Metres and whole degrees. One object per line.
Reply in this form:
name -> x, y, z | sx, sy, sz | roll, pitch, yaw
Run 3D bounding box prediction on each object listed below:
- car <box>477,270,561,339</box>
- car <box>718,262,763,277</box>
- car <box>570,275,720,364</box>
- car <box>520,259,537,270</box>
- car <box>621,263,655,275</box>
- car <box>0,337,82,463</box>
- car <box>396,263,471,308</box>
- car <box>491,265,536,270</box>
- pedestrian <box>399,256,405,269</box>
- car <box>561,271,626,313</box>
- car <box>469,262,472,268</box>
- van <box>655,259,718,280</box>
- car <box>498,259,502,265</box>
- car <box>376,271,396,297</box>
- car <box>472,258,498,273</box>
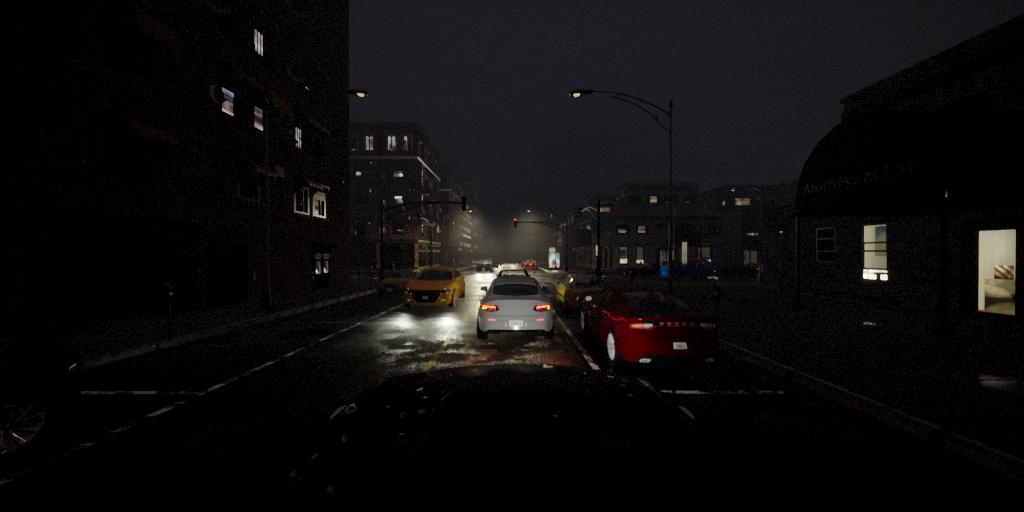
car -> 0.084, 1.276, 9.952 | 1.812, 1.442, 4.674 | 0, 0, 0
car -> 22.343, 1.367, 35.982 | 4.181, 1.385, 1.994 | 0, 0, 0
car -> 2.678, 1.295, 7.938 | 1.888, 1.381, 4.507 | 0, 0, 0
car -> 2.594, 1.211, 51.803 | 1.967, 1.591, 4.097 | 0, 0, 0
car -> 13.424, 1.380, 35.902 | 4.718, 1.301, 1.895 | 0, 0, -1
car -> -5.692, 1.316, 2.231 | 1.948, 1.339, 4.313 | 0, 0, 0
car -> -3.128, 1.228, 15.383 | 1.882, 1.535, 5.008 | 0, 0, 0
car -> 0.077, 1.353, 19.063 | 1.895, 1.301, 4.718 | 0, 0, 0
pedestrian -> -12.707, 0.829, 41.188 | 0.375, 1.860, 0.375 | 0, 0, -1
car -> 2.667, 1.276, 13.805 | 1.751, 1.417, 4.829 | 0, 0, 0
car -> -5.798, 1.329, 57.472 | 2.007, 1.370, 4.403 | 0, 0, 0
van -> 14.601, 1.163, 30.125 | 3.998, 1.789, 1.690 | 0, 0, -1
car -> -3.200, 1.328, 59.470 | 2.033, 1.411, 5.357 | 0, 0, 0
car -> -5.725, 1.277, 19.150 | 1.751, 1.417, 4.829 | 0, 0, 0
car -> -3.176, 1.237, 42.499 | 2.128, 1.511, 4.902 | 0, -1, 0
